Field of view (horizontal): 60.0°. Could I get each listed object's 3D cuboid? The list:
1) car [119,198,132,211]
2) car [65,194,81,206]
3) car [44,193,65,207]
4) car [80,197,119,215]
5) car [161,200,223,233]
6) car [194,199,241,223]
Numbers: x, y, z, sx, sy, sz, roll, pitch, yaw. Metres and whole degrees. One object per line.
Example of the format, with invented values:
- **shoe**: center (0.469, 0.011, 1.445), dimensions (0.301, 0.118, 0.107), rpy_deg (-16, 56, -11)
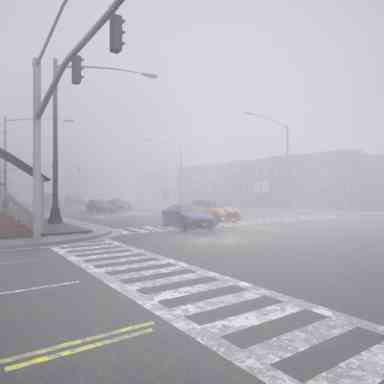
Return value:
- **car**: center (-8.787, 1.491, 39.165), dimensions (2.128, 1.511, 4.902), rpy_deg (0, 0, -36)
- **car**: center (-19.191, 1.327, 53.871), dimensions (2.150, 2.045, 5.566), rpy_deg (0, 0, -36)
- **car**: center (-21.956, 1.206, 51.719), dimensions (2.150, 2.045, 5.566), rpy_deg (0, 0, -36)
- **car**: center (-9.594, 1.504, 34.273), dimensions (1.837, 1.490, 4.892), rpy_deg (0, 0, -35)
- **car**: center (-0.321, 1.477, 20.082), dimensions (1.882, 1.535, 5.008), rpy_deg (0, 0, -25)
- **car**: center (1.556, 1.352, 24.884), dimensions (2.097, 1.767, 4.553), rpy_deg (0, 0, -37)
